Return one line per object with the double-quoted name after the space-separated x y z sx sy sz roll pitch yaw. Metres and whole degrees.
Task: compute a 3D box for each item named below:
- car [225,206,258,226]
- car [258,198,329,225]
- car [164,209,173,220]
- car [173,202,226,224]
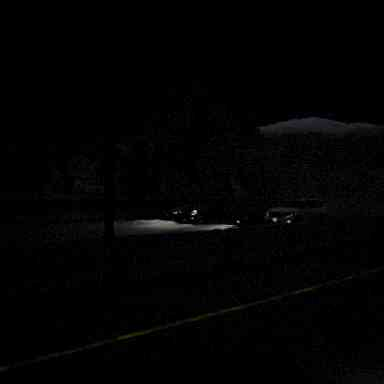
5.341 1.789 25.873 5.357 1.411 2.033 1 -1 -41 "car"
7.342 1.453 23.016 5.566 2.045 2.150 1 -1 -42 "car"
-0.344 1.775 30.238 4.674 1.442 1.812 1 -1 -41 "car"
1.090 1.581 26.903 4.553 1.767 2.097 1 -1 -40 "car"
